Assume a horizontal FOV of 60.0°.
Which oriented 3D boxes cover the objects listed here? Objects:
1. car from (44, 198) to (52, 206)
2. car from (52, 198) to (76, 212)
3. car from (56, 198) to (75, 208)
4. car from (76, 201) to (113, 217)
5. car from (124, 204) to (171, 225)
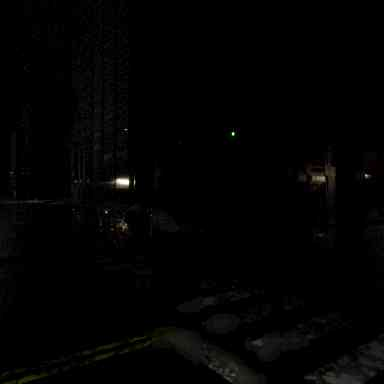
[{"bbox_3d":[-26.468,1.802,62.431,2.128,1.511,4.902,1,-1,-36],"label":"car"},{"bbox_3d":[-15.470,1.724,41.395,2.033,1.411,5.357,1,-1,-34],"label":"car"},{"bbox_3d":[-20.676,1.790,54.255,1.812,1.442,4.674,1,-1,-35],"label":"car"},{"bbox_3d":[-9.327,1.620,32.701,2.128,1.511,4.902,1,-1,-35],"label":"car"},{"bbox_3d":[-3.386,1.607,24.331,1.812,1.442,4.674,1,-1,-37],"label":"car"}]
